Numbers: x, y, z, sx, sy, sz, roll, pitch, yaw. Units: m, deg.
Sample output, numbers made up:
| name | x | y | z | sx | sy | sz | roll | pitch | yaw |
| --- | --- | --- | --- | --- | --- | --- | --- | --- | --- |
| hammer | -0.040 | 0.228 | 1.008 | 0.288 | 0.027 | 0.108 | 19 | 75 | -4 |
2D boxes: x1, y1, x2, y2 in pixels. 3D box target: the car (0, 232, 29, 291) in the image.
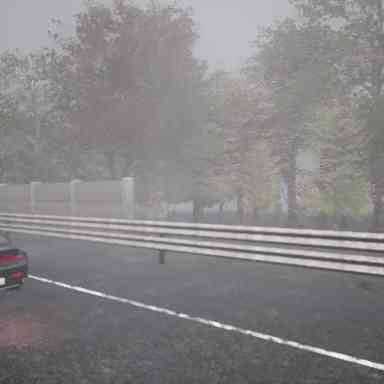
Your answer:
| name | x | y | z | sx | sy | sz | roll | pitch | yaw |
| --- | --- | --- | --- | --- | --- | --- | --- | --- | --- |
| car | -5.874 | 1.584 | 8.060 | 4.892 | 1.490 | 1.837 | -1 | 0 | 35 |
